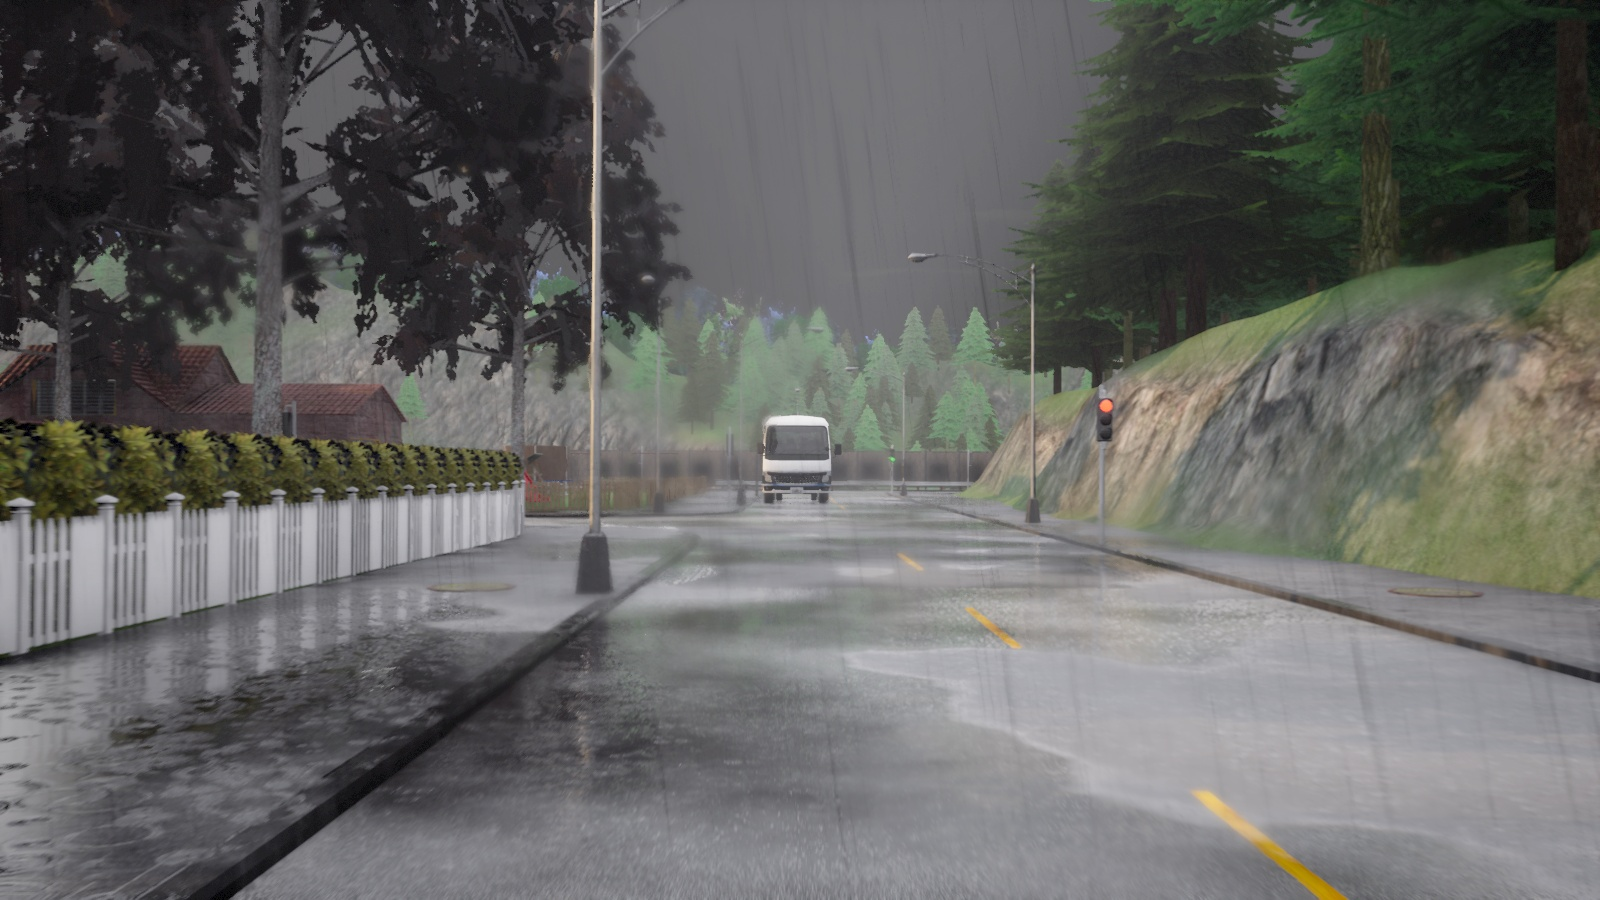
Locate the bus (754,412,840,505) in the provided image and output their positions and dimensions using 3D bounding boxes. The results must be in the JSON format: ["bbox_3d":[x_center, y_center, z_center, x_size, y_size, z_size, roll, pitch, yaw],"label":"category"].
[{"bbox_3d":[-0.150,0.491,62.869,3.944,4.253,10.273,0,-1,0],"label":"bus"}]
